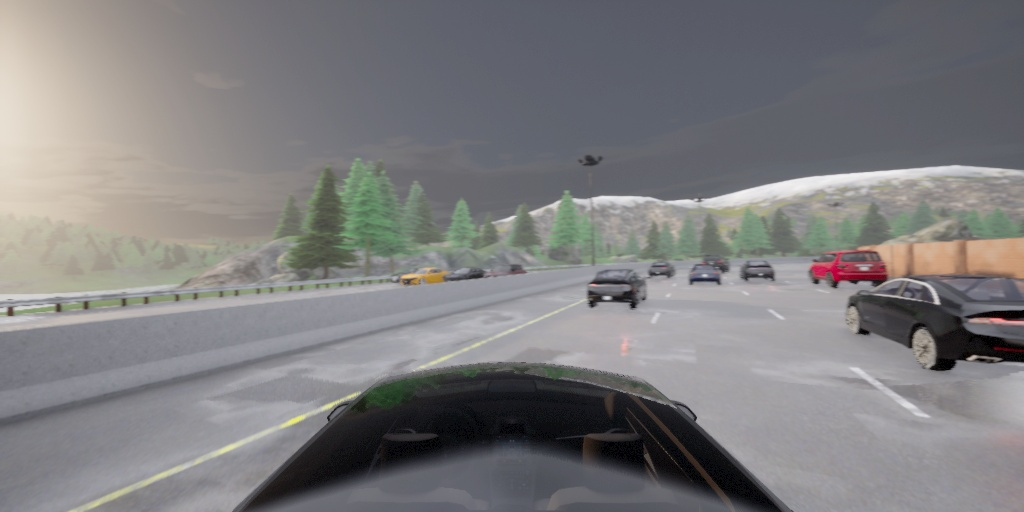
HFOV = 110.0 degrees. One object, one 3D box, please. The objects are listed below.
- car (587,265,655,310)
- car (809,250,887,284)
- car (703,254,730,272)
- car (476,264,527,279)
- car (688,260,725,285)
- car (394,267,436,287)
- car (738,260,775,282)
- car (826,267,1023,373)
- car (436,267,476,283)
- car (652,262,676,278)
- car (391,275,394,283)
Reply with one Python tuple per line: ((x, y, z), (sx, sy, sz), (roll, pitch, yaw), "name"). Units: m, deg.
((4.512, 1.288, 15.089), (2.128, 1.511, 4.902), (-2, -1, 27), "car")
((18.909, 0.709, 20.427), (2.150, 2.045, 5.566), (-2, -1, 27), "car")
((22.680, 0.849, 39.875), (2.150, 2.045, 5.566), (-2, -1, 38), "car")
((-0.531, 1.446, 28.797), (2.097, 1.767, 4.553), (-2, -1, 27), "car")
((13.648, 1.250, 25.507), (1.994, 1.385, 4.181), (-2, -1, 27), "car")
((-7.348, 1.774, 30.841), (1.882, 1.535, 5.008), (-2, -1, 27), "car")
((18.326, 1.073, 26.934), (2.128, 1.511, 4.902), (-2, -1, 28), "car")
((8.145, 1.091, 6.704), (2.128, 1.511, 4.902), (-2, -1, 27), "car")
((-3.808, 1.672, 30.091), (1.882, 1.535, 5.008), (-2, -1, 27), "car")
((14.074, 1.264, 33.542), (2.128, 1.511, 4.902), (-2, -1, 32), "car")
((-9.434, 1.886, 34.428), (2.128, 1.511, 4.902), (-2, -1, 27), "car")
